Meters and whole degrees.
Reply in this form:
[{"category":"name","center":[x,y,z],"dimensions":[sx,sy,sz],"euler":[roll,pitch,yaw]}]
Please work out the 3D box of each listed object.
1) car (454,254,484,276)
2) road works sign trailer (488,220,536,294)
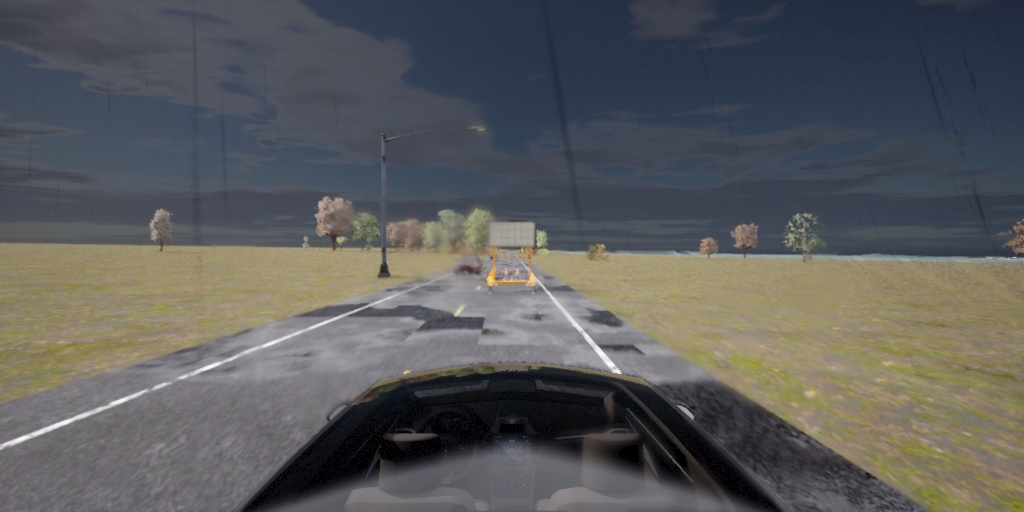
[{"category":"car","center":[-3.585,0.673,30.415],"dimensions":[2.097,1.767,4.553],"euler":[0,1,0]},{"category":"road works sign trailer","center":[-0.003,-0.031,18.224],"dimensions":[2.380,3.560,2.880],"euler":[0,0,0]}]
